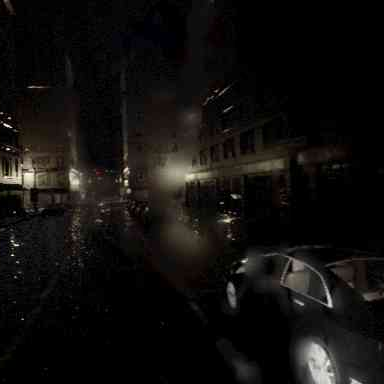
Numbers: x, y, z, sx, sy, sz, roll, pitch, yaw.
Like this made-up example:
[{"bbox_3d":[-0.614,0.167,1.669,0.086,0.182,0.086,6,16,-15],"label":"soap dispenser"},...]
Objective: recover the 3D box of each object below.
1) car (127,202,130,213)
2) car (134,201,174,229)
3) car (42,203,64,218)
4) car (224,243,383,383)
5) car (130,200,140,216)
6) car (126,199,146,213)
[{"bbox_3d":[-5.022,1.524,31.980,1.947,1.339,4.313,-3,1,-14],"label":"car"},{"bbox_3d":[-2.292,1.484,21.146,2.008,1.369,4.403,-3,1,-14],"label":"car"},{"bbox_3d":[-14.666,1.863,35.305,1.887,1.381,4.507,-3,1,-14],"label":"car"},{"bbox_3d":[1.804,1.441,4.897,2.008,1.369,4.403,-3,1,-14],"label":"car"},{"bbox_3d":[-3.700,1.472,26.727,1.752,1.417,4.829,-3,1,-14],"label":"car"},{"bbox_3d":[-6.387,1.552,37.396,1.802,1.307,4.206,-3,1,-14],"label":"car"}]
